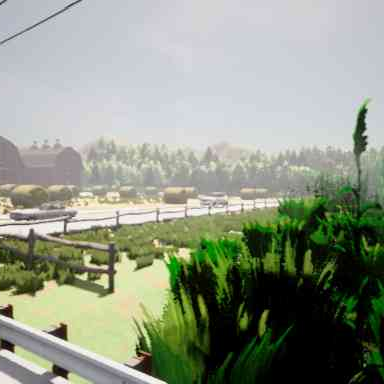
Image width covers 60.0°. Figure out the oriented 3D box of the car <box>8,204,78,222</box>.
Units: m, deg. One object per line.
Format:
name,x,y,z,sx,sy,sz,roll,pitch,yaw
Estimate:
car,-11.097,1.557,25.058,1.895,1.301,4.718,2,1,32
